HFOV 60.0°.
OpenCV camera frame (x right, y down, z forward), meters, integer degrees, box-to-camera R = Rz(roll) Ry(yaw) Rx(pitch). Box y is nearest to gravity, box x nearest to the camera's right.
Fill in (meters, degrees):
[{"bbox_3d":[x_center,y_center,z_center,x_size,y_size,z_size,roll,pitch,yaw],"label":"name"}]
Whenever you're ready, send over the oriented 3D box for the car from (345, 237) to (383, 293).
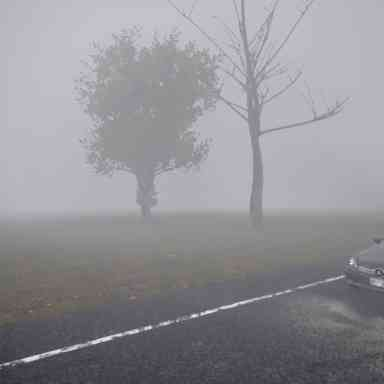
[{"bbox_3d":[5.585,1.526,7.890,4.674,1.442,1.812,0,0,-35],"label":"car"}]
